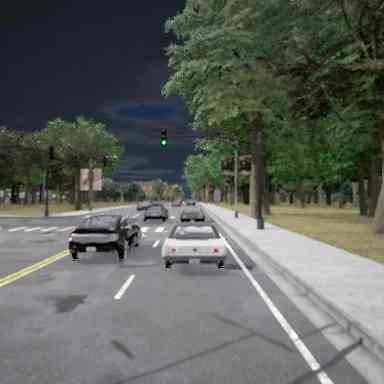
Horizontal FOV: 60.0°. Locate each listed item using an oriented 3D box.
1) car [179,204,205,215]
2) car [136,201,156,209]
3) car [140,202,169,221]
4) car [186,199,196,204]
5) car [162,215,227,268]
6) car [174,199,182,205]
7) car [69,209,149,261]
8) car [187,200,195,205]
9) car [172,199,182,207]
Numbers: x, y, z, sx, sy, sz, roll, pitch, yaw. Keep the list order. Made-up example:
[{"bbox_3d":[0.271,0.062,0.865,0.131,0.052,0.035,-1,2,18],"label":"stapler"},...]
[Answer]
[{"bbox_3d":[0.042,1.898,27.079,1.895,1.301,4.718,0,-1,0],"label":"car"},{"bbox_3d":[-6.685,2.074,47.257,1.882,1.535,5.008,0,-1,0],"label":"car"},{"bbox_3d":[-3.213,1.907,30.508,1.994,1.385,4.181,0,-1,0],"label":"car"},{"bbox_3d":[-0.157,2.386,73.414,2.097,1.767,4.553,0,-1,0],"label":"car"},{"bbox_3d":[0.075,1.714,11.737,1.895,1.301,4.718,0,-1,0],"label":"car"},{"bbox_3d":[-3.428,2.598,83.475,1.812,1.442,4.674,0,-1,0],"label":"car"},{"bbox_3d":[-3.177,1.617,12.907,2.128,1.511,4.902,0,-1,0],"label":"car"},{"bbox_3d":[-0.178,2.626,83.482,1.994,1.385,4.181,0,-1,0],"label":"car"},{"bbox_3d":[-3.407,2.586,73.466,1.994,1.385,4.181,0,-1,0],"label":"car"}]
